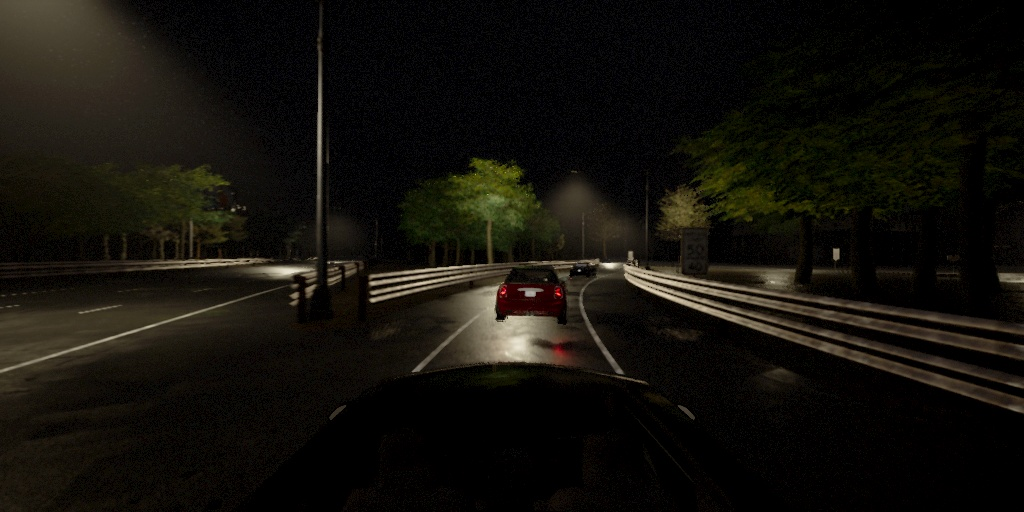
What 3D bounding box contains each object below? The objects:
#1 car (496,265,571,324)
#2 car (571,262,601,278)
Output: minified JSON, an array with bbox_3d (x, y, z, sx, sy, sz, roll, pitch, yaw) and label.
[{"bbox_3d":[0.815,1.093,12.283,2.097,1.767,4.553,1,0,8],"label":"car"},{"bbox_3d":[6.898,1.297,34.424,1.994,1.385,4.181,0,0,23],"label":"car"}]
